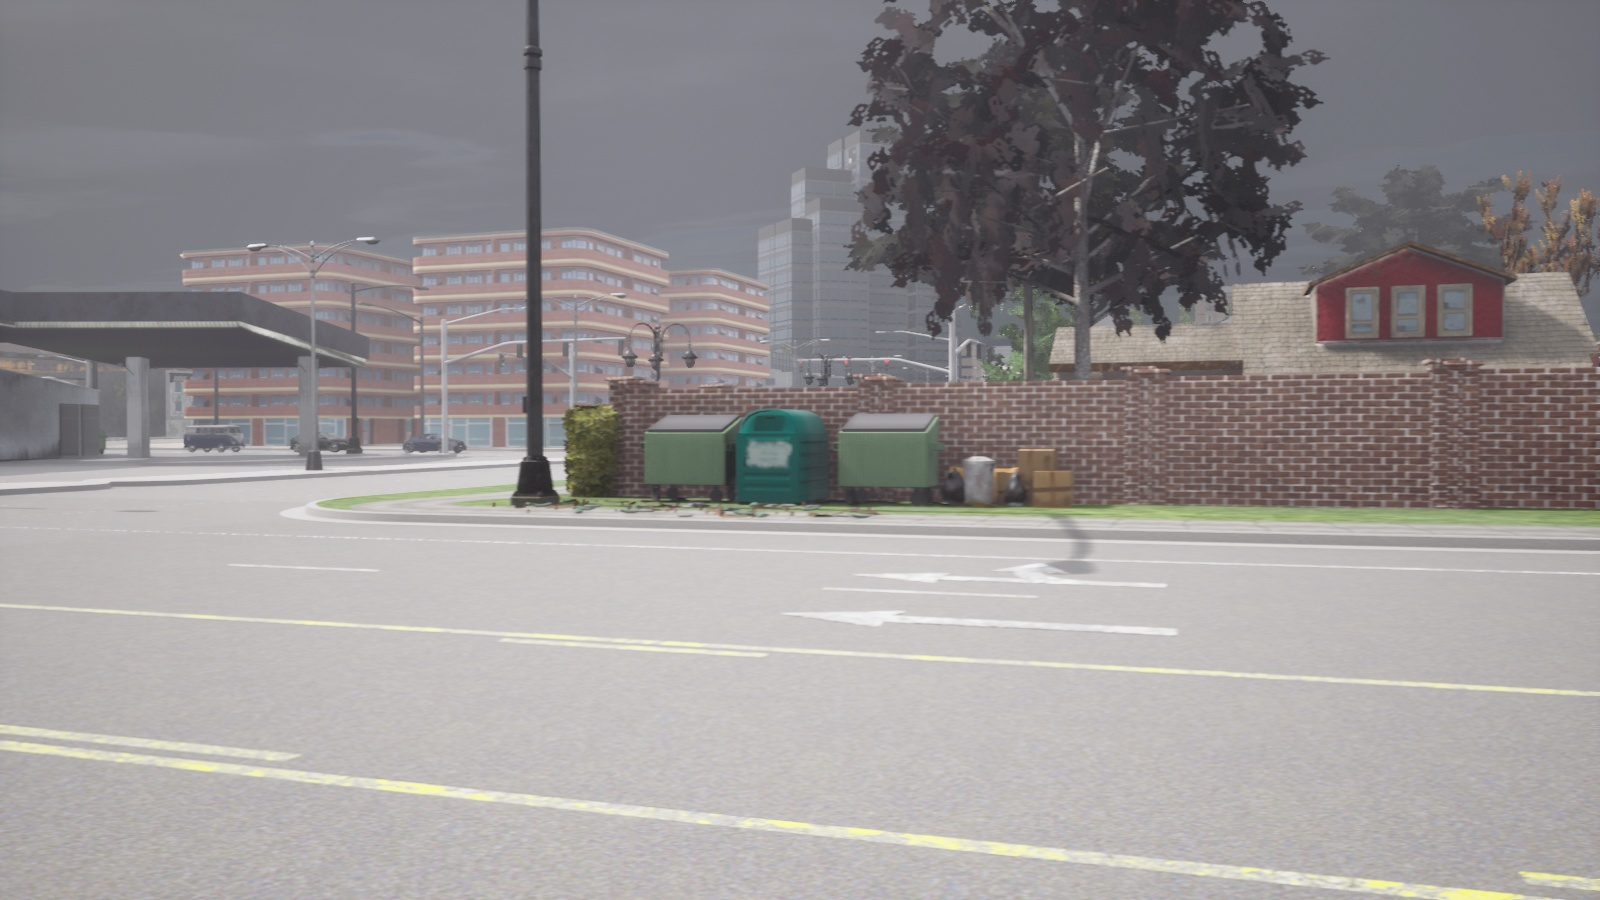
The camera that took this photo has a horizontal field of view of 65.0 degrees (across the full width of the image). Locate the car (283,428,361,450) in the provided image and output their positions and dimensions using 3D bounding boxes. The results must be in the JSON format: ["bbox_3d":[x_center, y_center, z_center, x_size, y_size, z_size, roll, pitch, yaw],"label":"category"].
[{"bbox_3d":[-33.340,-0.786,87.672,4.792,1.488,2.163,1,1,17],"label":"car"}]

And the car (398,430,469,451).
[{"bbox_3d":[-24.784,-0.633,84.943,4.181,1.385,1.994,1,1,16],"label":"car"}]
